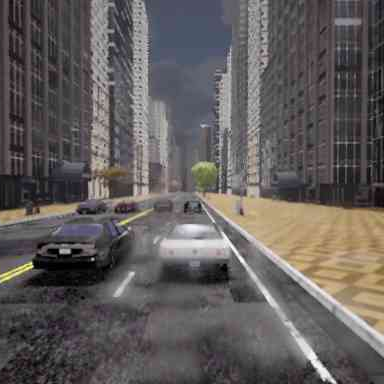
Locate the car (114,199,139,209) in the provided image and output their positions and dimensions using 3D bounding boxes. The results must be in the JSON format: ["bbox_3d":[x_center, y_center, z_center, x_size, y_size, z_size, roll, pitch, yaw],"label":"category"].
[{"bbox_3d":[-6.594,1.452,33.874,1.994,1.385,4.181,0,0,0],"label":"car"}]

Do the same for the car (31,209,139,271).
[{"bbox_3d":[-3.151,1.512,10.763,2.033,1.411,5.357,0,0,0],"label":"car"}]

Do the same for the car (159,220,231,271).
[{"bbox_3d":[0.084,1.565,10.763,1.895,1.301,4.718,0,0,0],"label":"car"}]

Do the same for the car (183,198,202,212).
[{"bbox_3d":[0.097,1.371,36.773,2.128,1.511,4.902,0,0,0],"label":"car"}]

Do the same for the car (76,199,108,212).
[{"bbox_3d":[-9.848,1.438,33.118,2.033,1.411,5.357,0,0,0],"label":"car"}]

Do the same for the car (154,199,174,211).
[{"bbox_3d":[-3.153,1.439,38.011,1.994,1.385,4.181,0,0,0],"label":"car"}]
